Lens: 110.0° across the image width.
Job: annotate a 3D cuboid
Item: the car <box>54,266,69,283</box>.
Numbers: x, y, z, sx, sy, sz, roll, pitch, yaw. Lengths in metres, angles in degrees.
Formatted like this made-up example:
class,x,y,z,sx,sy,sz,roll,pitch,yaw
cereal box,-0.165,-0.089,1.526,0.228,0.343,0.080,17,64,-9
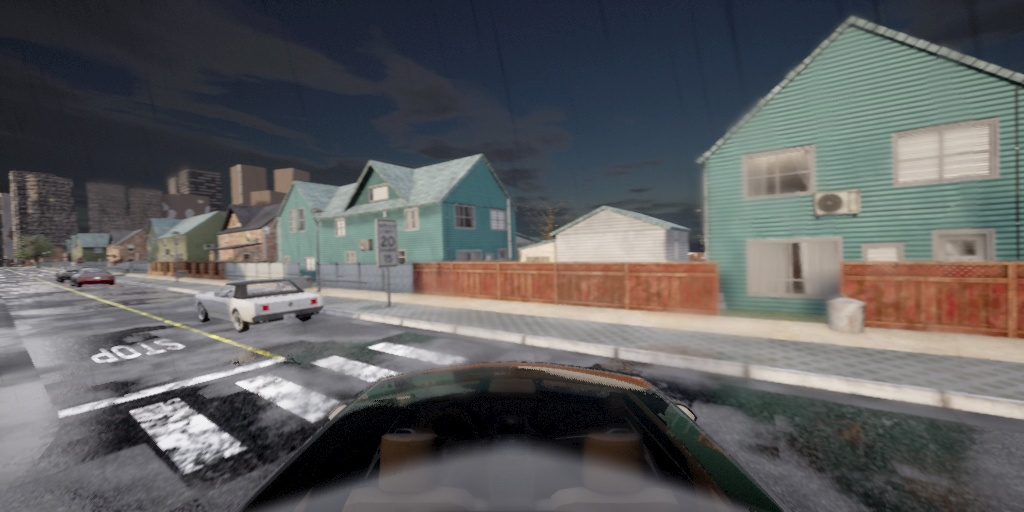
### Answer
class,x,y,z,sx,sy,sz,roll,pitch,yaw
car,-41.490,1.684,33.930,4.902,1.511,2.128,-1,2,34

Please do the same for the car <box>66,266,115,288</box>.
class,x,y,z,sx,sy,sz,roll,pitch,yaw
car,-32.820,1.648,28.069,4.181,1.385,1.994,-1,2,35

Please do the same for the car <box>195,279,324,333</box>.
class,x,y,z,sx,sy,sz,roll,pitch,yaw
car,-7.883,1.380,10.996,4.718,1.301,1.895,-1,1,34
